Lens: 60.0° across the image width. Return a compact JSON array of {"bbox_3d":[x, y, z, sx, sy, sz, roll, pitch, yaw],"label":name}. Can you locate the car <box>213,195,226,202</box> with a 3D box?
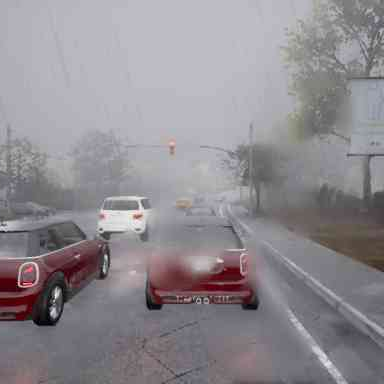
[{"bbox_3d":[6.001,1.590,75.576,1.895,1.301,4.718,0,0,9],"label":"car"}]

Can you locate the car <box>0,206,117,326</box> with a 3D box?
[{"bbox_3d":[-3.290,1.352,7.247,2.097,1.767,4.553,0,0,1],"label":"car"}]

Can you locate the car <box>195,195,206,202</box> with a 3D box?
[{"bbox_3d":[1.650,1.352,69.270,2.097,1.767,4.553,0,0,8],"label":"car"}]

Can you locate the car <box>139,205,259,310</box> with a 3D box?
[{"bbox_3d":[0.219,1.352,7.992,2.097,1.767,4.553,0,0,1],"label":"car"}]

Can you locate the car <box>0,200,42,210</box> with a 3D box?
[{"bbox_3d":[-15.062,1.548,30.115,5.357,1.411,2.033,0,0,15],"label":"car"}]

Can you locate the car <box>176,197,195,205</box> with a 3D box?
[{"bbox_3d":[-1.007,1.477,45.731,1.882,1.535,5.008,0,0,4],"label":"car"}]

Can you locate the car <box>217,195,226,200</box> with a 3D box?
[{"bbox_3d":[7.693,1.392,85.668,1.812,1.442,4.674,0,0,10],"label":"car"}]

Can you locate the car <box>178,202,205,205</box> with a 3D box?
[{"bbox_3d":[0.473,1.492,17.199,2.128,1.511,4.902,0,0,2],"label":"car"}]

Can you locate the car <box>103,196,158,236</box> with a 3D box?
[{"bbox_3d":[-3.046,1.221,16.924,2.150,2.045,5.566,0,0,2],"label":"car"}]
